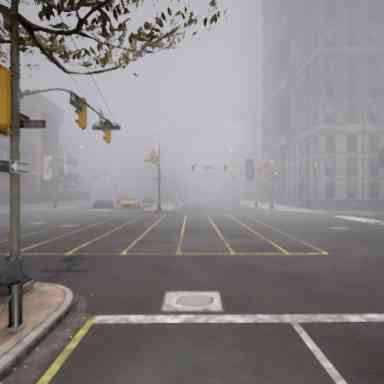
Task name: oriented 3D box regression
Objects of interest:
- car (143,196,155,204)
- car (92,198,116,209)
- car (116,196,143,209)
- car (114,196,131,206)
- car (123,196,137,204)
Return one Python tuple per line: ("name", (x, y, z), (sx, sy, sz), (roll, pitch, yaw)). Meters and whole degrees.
("car", (-8.010, 1.478, 62.017), (1.994, 1.385, 4.181), (0, 0, 0))
("car", (-11.597, 1.495, 43.640), (1.994, 1.385, 4.181), (0, 0, 0))
("car", (-8.096, 1.409, 43.482), (1.882, 1.535, 5.008), (0, 0, 0))
("car", (-11.509, 1.418, 55.512), (1.837, 1.490, 4.892), (0, 0, 0))
("car", (-11.510, 1.467, 62.053), (1.994, 1.385, 4.181), (0, 0, 0))
